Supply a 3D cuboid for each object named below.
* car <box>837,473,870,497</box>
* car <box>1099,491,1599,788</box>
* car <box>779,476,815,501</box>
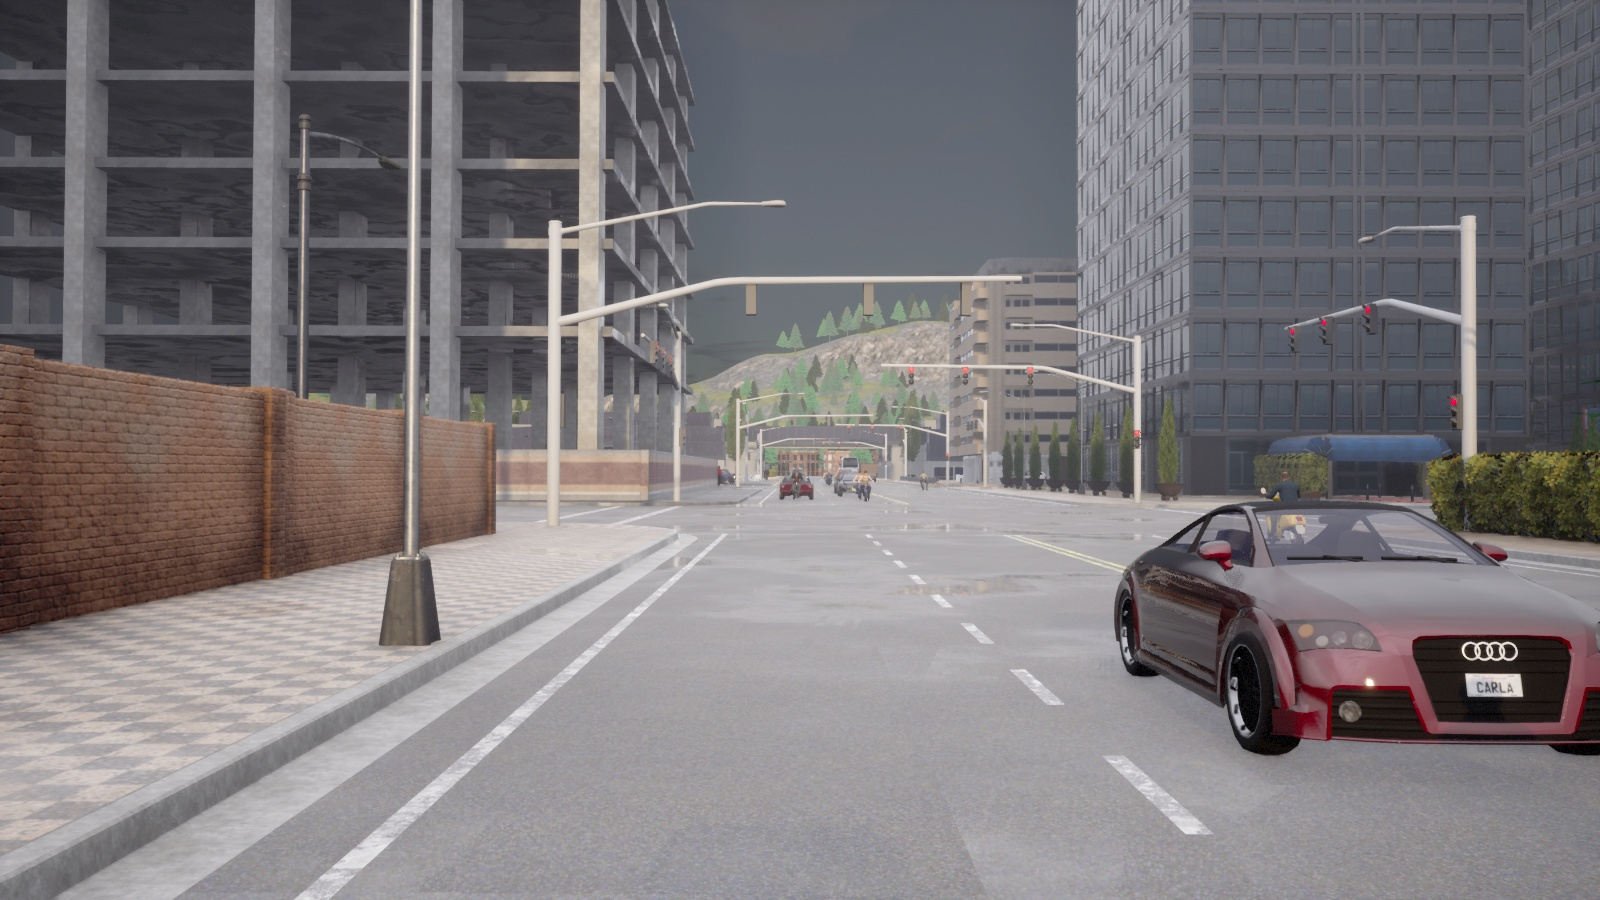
[{"bbox_3d":[3.315,2.143,78.577,1.812,1.442,4.674,0,-1,0],"label":"car"},{"bbox_3d":[3.480,1.004,8.286,1.994,1.385,4.181,0,-1,0],"label":"car"},{"bbox_3d":[-0.162,2.067,68.752,1.895,1.301,4.718,0,-1,0],"label":"car"}]
